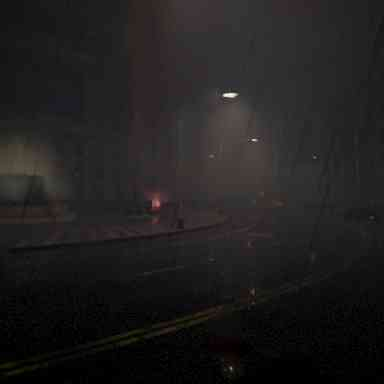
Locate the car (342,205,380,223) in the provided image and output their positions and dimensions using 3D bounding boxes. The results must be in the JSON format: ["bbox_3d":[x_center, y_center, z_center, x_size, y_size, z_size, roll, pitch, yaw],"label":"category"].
[{"bbox_3d":[14.289,1.819,28.219,1.812,1.442,4.674,0,0,7],"label":"car"}]

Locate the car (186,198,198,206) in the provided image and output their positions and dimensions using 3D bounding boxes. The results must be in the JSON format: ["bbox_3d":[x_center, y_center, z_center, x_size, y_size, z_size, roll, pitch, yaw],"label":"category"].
[{"bbox_3d":[-0.747,1.985,65.773,1.837,1.490,4.892,1,-1,-33],"label":"car"}]

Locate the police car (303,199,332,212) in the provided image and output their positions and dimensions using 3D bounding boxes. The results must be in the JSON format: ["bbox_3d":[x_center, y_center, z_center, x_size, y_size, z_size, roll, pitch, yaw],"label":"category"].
[{"bbox_3d":[17.638,1.877,47.126,1.930,1.638,5.238,0,0,-14],"label":"police car"}]

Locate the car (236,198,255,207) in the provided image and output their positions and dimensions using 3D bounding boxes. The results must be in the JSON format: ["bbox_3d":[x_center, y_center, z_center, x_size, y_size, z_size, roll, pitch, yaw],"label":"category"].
[{"bbox_3d":[10.368,1.876,63.409,2.097,1.767,4.553,1,0,-33],"label":"car"}]

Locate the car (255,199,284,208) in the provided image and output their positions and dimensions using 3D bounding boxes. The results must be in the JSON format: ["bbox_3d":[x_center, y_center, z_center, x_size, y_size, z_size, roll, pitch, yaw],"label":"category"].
[{"bbox_3d":[13.713,1.982,57.657,1.882,1.535,5.008,1,0,-27],"label":"car"}]

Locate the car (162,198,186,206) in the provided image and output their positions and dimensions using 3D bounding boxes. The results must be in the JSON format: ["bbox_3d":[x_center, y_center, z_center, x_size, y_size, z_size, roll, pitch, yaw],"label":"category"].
[{"bbox_3d":[-3.856,1.988,64.140,2.033,1.411,5.357,1,-1,-33],"label":"car"}]
